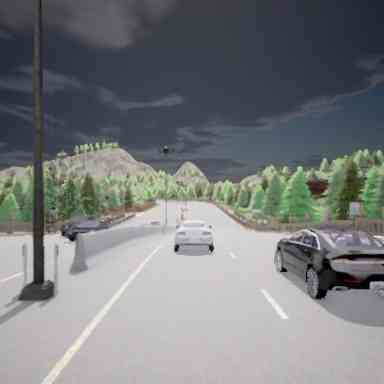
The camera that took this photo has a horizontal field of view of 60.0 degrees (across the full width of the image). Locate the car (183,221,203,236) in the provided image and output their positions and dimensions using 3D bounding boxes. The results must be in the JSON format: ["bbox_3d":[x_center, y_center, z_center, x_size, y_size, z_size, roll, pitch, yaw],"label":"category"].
[{"bbox_3d":[0.098,4.197,38.375,2.128,1.511,4.902,0,-6,0],"label":"car"}]

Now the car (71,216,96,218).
[{"bbox_3d":[-10.589,3.264,31.961,2.150,2.045,5.566,0,-6,0],"label":"car"}]

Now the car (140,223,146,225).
[{"bbox_3d":[-10.503,7.527,73.030,2.097,1.767,4.553,0,-5,0],"label":"car"}]

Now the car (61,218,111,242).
[{"bbox_3d":[-7.097,2.741,23.647,2.033,1.411,5.357,0,-5,0],"label":"car"}]

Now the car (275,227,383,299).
[{"bbox_3d":[3.600,1.685,8.870,2.128,1.511,4.902,0,-2,0],"label":"car"}]

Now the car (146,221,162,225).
[{"bbox_3d":[-7.007,6.666,64.693,2.150,2.045,5.566,0,-6,0],"label":"car"}]

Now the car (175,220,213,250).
[{"bbox_3d":[0.099,2.193,17.432,1.812,1.442,4.674,0,-4,0],"label":"car"}]
